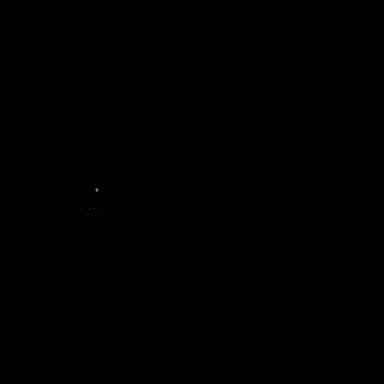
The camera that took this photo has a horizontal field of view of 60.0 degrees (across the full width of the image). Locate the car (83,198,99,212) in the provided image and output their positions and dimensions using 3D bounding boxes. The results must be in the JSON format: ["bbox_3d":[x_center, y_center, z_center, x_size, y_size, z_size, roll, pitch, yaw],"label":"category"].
[{"bbox_3d":[-14.168,2.011,46.663,1.837,1.490,4.892,-1,1,-14],"label":"car"}]
